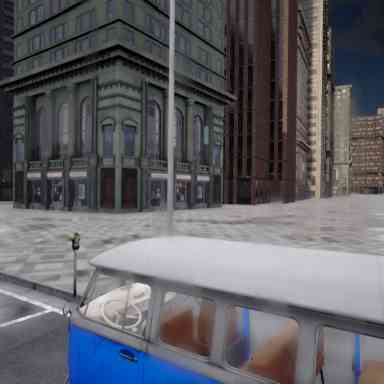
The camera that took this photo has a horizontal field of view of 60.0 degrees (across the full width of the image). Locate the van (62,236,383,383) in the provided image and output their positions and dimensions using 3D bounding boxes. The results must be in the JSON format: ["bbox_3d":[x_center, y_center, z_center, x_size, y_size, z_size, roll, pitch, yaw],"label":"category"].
[{"bbox_3d":[0.722,1.341,2.477,3.998,1.788,1.690,0,1,35],"label":"van"}]
